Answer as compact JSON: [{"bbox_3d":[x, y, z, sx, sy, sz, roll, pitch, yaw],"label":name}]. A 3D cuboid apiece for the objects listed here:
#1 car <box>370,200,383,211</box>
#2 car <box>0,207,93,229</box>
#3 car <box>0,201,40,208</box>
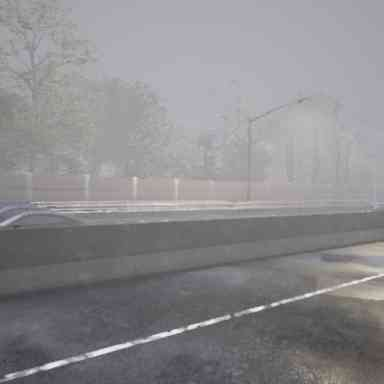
[{"bbox_3d":[24.425,1.755,42.012,4.902,1.511,2.128,1,0,-35],"label":"car"},{"bbox_3d":[-5.912,1.433,12.141,4.674,1.442,1.812,1,0,-35],"label":"car"},{"bbox_3d":[-7.924,1.356,15.022,5.008,1.535,1.882,1,0,-35],"label":"car"}]
